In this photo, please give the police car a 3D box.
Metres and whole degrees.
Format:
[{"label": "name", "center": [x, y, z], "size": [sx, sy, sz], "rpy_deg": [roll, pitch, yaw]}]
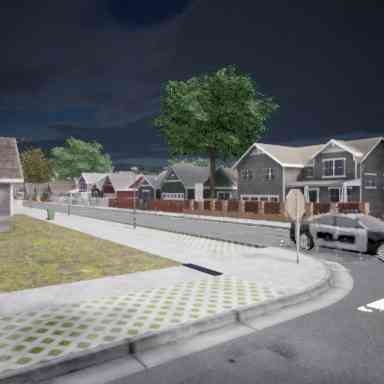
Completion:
[{"label": "police car", "center": [6.026, 1.457, 12.204], "size": [1.930, 1.638, 5.238], "rpy_deg": [0, 0, -35]}]
